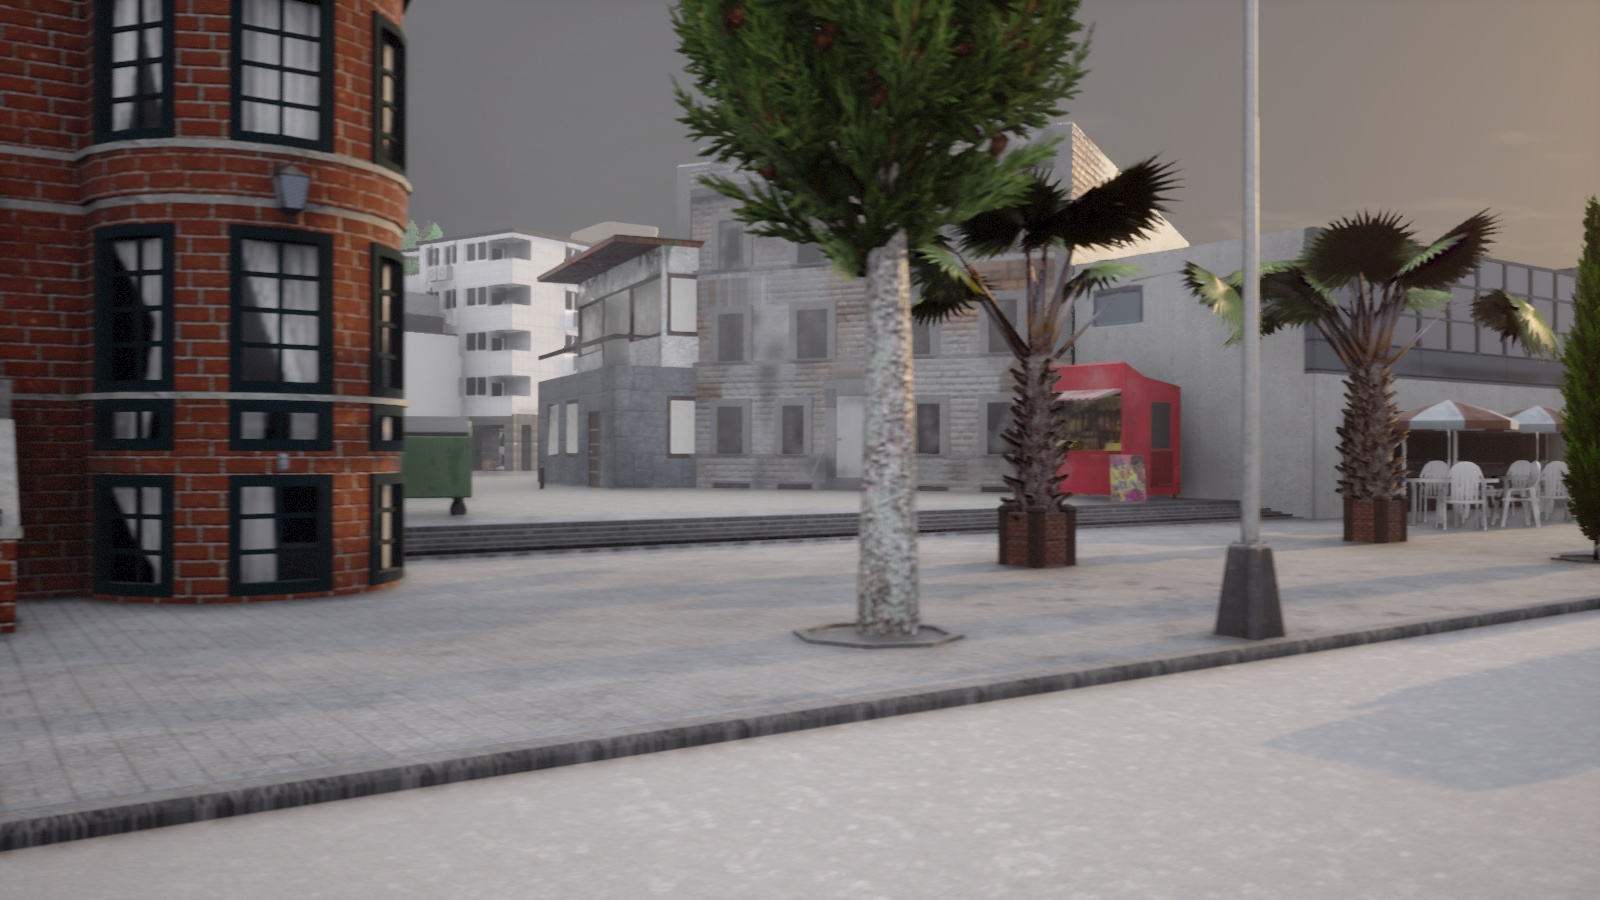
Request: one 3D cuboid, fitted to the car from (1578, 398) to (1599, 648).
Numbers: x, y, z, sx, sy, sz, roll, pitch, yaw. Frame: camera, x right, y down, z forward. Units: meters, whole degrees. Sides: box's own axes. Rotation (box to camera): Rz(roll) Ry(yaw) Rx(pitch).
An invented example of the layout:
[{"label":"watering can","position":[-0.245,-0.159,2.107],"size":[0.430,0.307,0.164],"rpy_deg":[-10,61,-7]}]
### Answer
[{"label":"car","position":[8.055,0.548,9.877],"size":[3.866,1.878,1.905],"rpy_deg":[0,0,-35]}]
